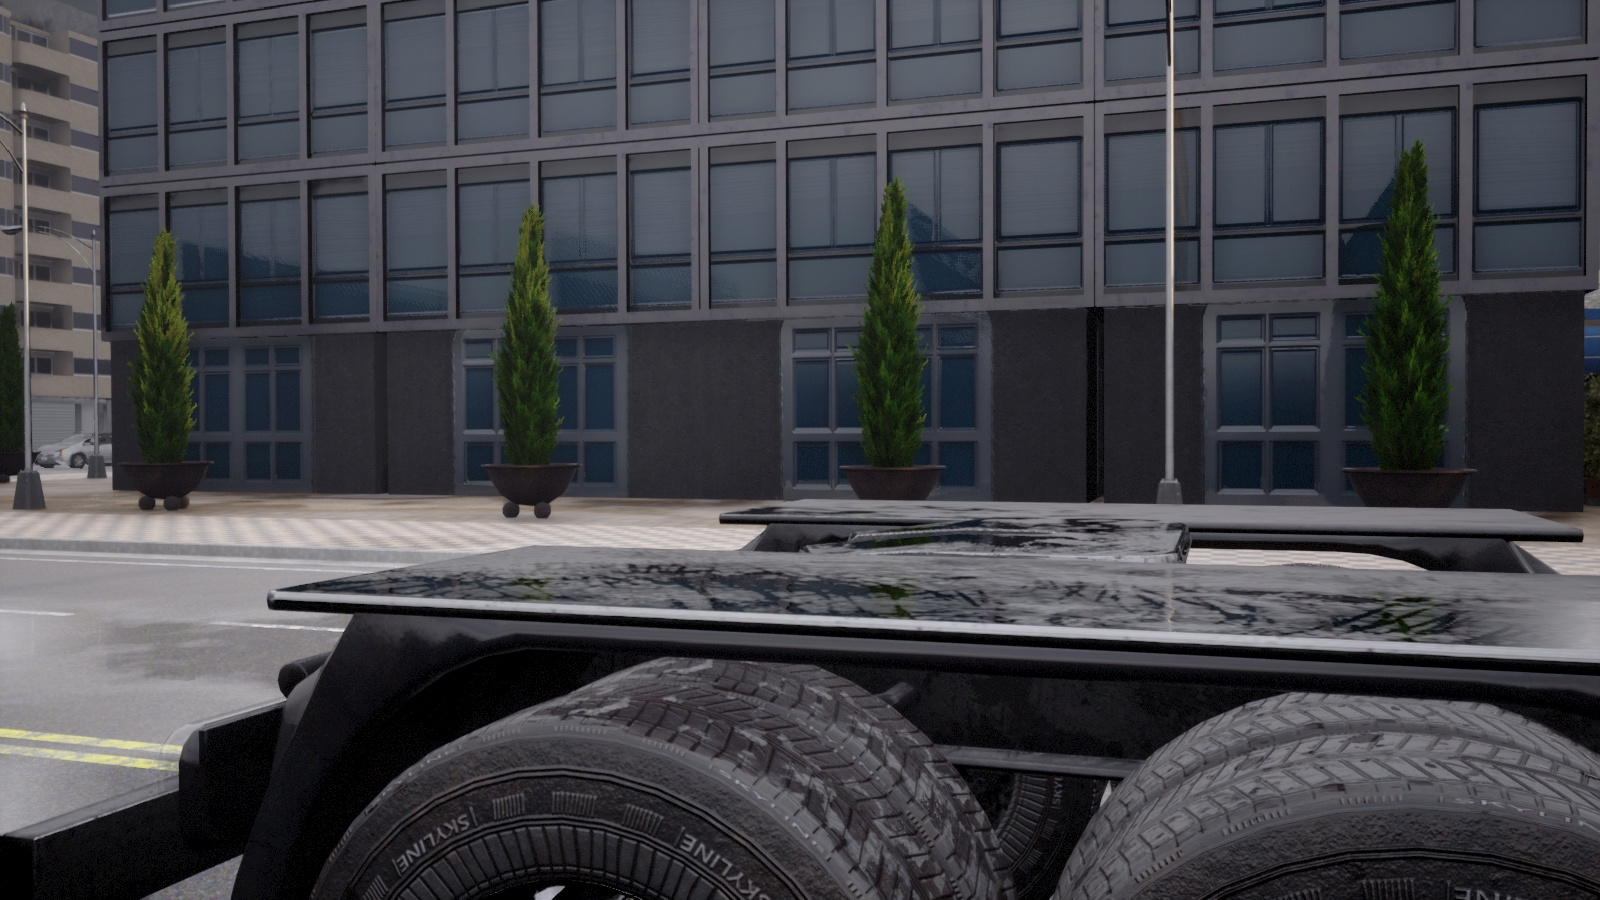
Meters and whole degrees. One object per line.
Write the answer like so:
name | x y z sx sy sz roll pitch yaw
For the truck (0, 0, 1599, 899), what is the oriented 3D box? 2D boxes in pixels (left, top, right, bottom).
truck | 2.642 -0.182 2.289 7.936 3.462 2.891 1 1 19

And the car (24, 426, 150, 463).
car | -30.630 -0.253 54.119 2.007 1.525 4.514 1 1 19
